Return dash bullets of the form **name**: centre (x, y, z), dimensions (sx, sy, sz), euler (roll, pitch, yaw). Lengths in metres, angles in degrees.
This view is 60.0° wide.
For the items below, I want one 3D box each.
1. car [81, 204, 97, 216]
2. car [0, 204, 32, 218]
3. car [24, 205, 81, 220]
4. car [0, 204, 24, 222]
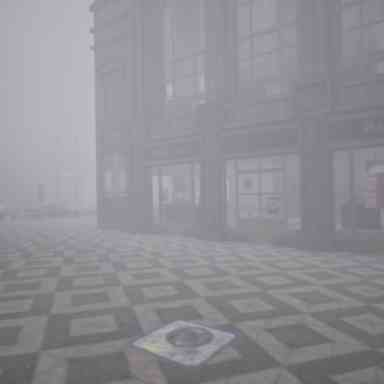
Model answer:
- **car**: centre (-9.592, 1.807, 35.682), dimensions (1.752, 1.417, 4.829), euler (-2, -1, 35)
- **car**: centre (-19.904, 2.010, 35.865), dimensions (2.008, 1.369, 4.403), euler (-2, -1, 35)
- **car**: centre (-12.964, 1.823, 30.917), dimensions (1.947, 1.339, 4.313), euler (-2, -1, 35)
- **car**: centre (-16.240, 1.787, 26.289), dimensions (2.008, 1.369, 4.403), euler (-2, -1, 35)
